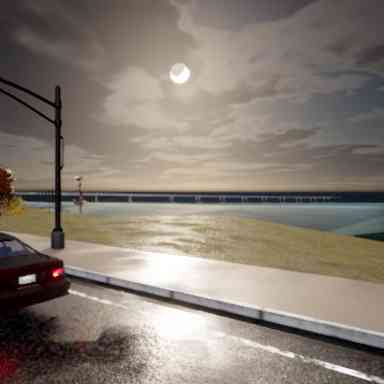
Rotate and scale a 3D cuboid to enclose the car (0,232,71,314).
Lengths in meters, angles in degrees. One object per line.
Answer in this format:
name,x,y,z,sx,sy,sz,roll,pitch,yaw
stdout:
car,-4.875,1.551,7.167,5.357,1.411,2.033,0,0,35
